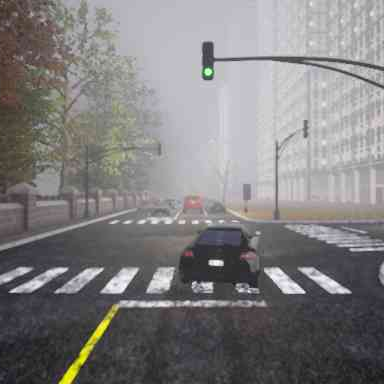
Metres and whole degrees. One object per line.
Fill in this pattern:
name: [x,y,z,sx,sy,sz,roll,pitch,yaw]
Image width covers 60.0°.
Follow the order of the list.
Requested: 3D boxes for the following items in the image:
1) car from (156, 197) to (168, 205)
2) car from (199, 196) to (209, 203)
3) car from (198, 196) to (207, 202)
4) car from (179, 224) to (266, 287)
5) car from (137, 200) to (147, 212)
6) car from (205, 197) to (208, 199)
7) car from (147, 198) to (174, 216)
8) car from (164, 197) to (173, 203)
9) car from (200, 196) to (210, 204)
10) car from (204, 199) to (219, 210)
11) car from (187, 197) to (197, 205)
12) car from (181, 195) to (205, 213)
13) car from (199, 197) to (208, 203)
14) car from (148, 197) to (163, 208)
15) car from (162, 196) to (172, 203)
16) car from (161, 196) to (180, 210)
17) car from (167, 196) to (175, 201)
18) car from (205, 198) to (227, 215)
car: [-5.687,1.723,63.682,1.752,1.417,4.829,0,0,0]
car: [2.693,1.683,75.115,1.967,1.590,4.097,0,0,0]
car: [2.693,1.839,86.379,2.008,1.369,4.403,0,0,0]
car: [1.010,1.589,9.547,1.994,1.385,4.181,0,0,13]
car: [-5.688,1.702,41.321,1.802,1.307,4.206,0,0,0]
car: [2.692,1.686,41.321,1.947,1.339,4.313,0,0,0]
car: [-3.118,1.643,33.592,2.033,1.411,5.357,0,0,-4]
car: [-5.688,1.810,80.747,1.887,1.381,4.507,0,0,0]
car: [2.693,1.660,69.484,1.967,1.590,4.097,0,0,0]
car: [2.692,1.704,46.954,1.947,1.339,4.313,0,0,0]
car: [0.016,1.708,64.519,1.837,1.490,4.892,0,0,0]
car: [0.102,1.335,39.303,2.150,2.045,5.566,0,0,0]
car: [2.692,1.816,80.747,2.008,1.369,4.403,0,0,0]
car: [-5.687,1.598,52.587,1.967,1.590,4.097,0,0,0]
car: [-5.687,1.683,75.115,1.967,1.590,4.097,0,0,0]
car: [-3.082,1.637,45.876,1.837,1.490,4.892,0,0,0]
car: [-5.687,1.856,92.012,1.887,1.381,4.507,0,0,0]
car: [2.692,1.668,35.689,1.947,1.339,4.313,0,0,0]
